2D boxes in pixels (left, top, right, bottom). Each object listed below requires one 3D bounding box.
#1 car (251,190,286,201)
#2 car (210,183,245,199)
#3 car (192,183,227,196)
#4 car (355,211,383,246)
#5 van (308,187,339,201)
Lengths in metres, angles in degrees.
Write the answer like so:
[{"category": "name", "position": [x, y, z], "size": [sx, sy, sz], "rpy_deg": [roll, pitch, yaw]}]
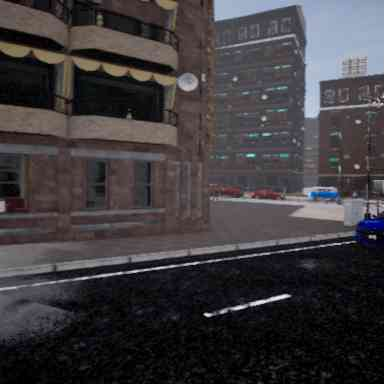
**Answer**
[{"category": "car", "position": [9.276, 0.409, 40.392], "size": [4.206, 1.307, 1.802], "rpy_deg": [3, 1, 25]}, {"category": "car", "position": [4.206, -0.091, 42.810], "size": [5.009, 1.841, 2.192], "rpy_deg": [3, 1, 25]}, {"category": "car", "position": [2.828, -0.480, 52.748], "size": [5.009, 1.841, 2.192], "rpy_deg": [3, 1, 25]}, {"category": "car", "position": [8.498, 1.345, 13.182], "size": [5.008, 1.535, 1.882], "rpy_deg": [1, 1, -34]}, {"category": "van", "position": [18.068, 0.245, 45.484], "size": [3.998, 1.788, 1.690], "rpy_deg": [3, 1, 25]}]
